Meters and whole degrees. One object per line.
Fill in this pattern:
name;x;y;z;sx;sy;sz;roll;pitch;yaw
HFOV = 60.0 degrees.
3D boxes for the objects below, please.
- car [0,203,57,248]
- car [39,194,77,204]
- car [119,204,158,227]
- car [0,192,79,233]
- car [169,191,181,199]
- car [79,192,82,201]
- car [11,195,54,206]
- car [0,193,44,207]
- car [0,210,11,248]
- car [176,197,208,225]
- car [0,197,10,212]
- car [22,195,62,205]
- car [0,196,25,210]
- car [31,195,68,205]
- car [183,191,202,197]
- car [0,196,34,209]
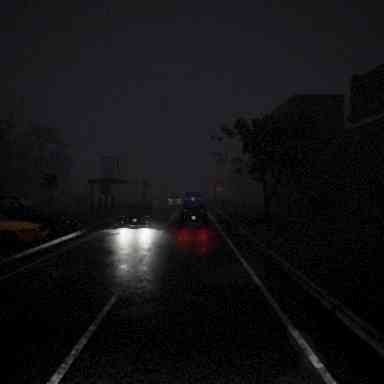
car;-8.796;1.416;13.803;5.366;1.575;1.946;0;0;0
car;-21.930;1.133;54.574;5.366;1.575;1.946;0;0;0
car;-3.348;1.443;21.405;1.994;1.385;4.181;0;0;0
car;-8.957;1.147;16.605;5.566;2.045;2.435;0;0;0
car;-3.271;0.616;63.695;2.097;1.767;4.553;0;0;0
car;-22.149;1.148;57.351;4.792;1.488;2.163;0;0;0
car;-22.111;1.191;46.250;5.008;1.535;2.097;0;0;0
car;-22.133;1.084;43.473;4.553;1.767;2.185;0;0;0
car;-8.980;1.479;11.000;4.674;1.452;2.002;0;0;0
car;0.100;1.360;22.984;2.128;1.511;4.902;0;0;0
car;-22.087;1.307;35.146;4.674;1.452;2.002;0;0;0
car;-22.103;1.173;49.025;4.892;1.521;2.231;0;0;0
car;-22.088;1.247;37.923;5.008;1.535;2.097;0;0;0
car;-22.141;1.184;51.800;4.792;1.488;2.163;0;0;0
car;0.102;0.923;41.470;2.150;2.045;5.566;0;1;0
car;-22.095;1.268;40.699;4.674;1.452;2.002;0;0;0
